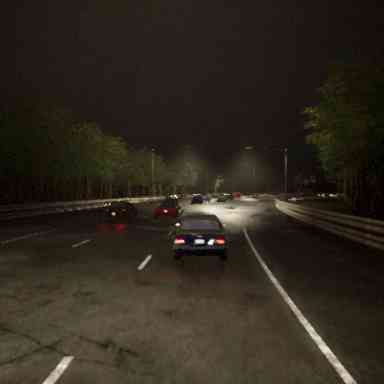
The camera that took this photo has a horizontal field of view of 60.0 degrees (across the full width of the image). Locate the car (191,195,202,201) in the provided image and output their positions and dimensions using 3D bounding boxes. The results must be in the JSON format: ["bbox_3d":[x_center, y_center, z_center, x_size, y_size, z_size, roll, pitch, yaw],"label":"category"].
[{"bbox_3d":[1.230,1.482,81.373,1.895,1.301,4.718,0,0,11],"label":"car"}]

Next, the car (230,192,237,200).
[{"bbox_3d":[10.434,1.406,91.253,1.994,1.385,4.181,0,0,13],"label":"car"}]

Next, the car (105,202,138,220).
[{"bbox_3d":[-5.784,1.518,27.610,1.812,1.442,4.674,1,0,4],"label":"car"}]

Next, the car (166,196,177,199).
[{"bbox_3d":[-3.221,1.445,53.291,2.128,1.511,4.902,0,0,8],"label":"car"}]

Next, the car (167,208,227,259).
[{"bbox_3d":[0.332,1.548,12.584,2.033,1.411,5.357,0,0,2],"label":"car"}]

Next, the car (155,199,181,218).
[{"bbox_3d":[-2.060,1.565,29.980,1.994,1.385,4.181,0,0,5],"label":"car"}]

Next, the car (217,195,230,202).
[{"bbox_3d":[6.631,1.466,72.020,1.994,1.385,4.181,0,0,10],"label":"car"}]

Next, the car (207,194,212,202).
[{"bbox_3d":[3.059,1.269,71.925,2.097,1.767,4.553,0,0,10],"label":"car"}]

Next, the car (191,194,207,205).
[{"bbox_3d":[1.054,1.460,58.502,1.837,1.490,4.892,0,0,8],"label":"car"}]
